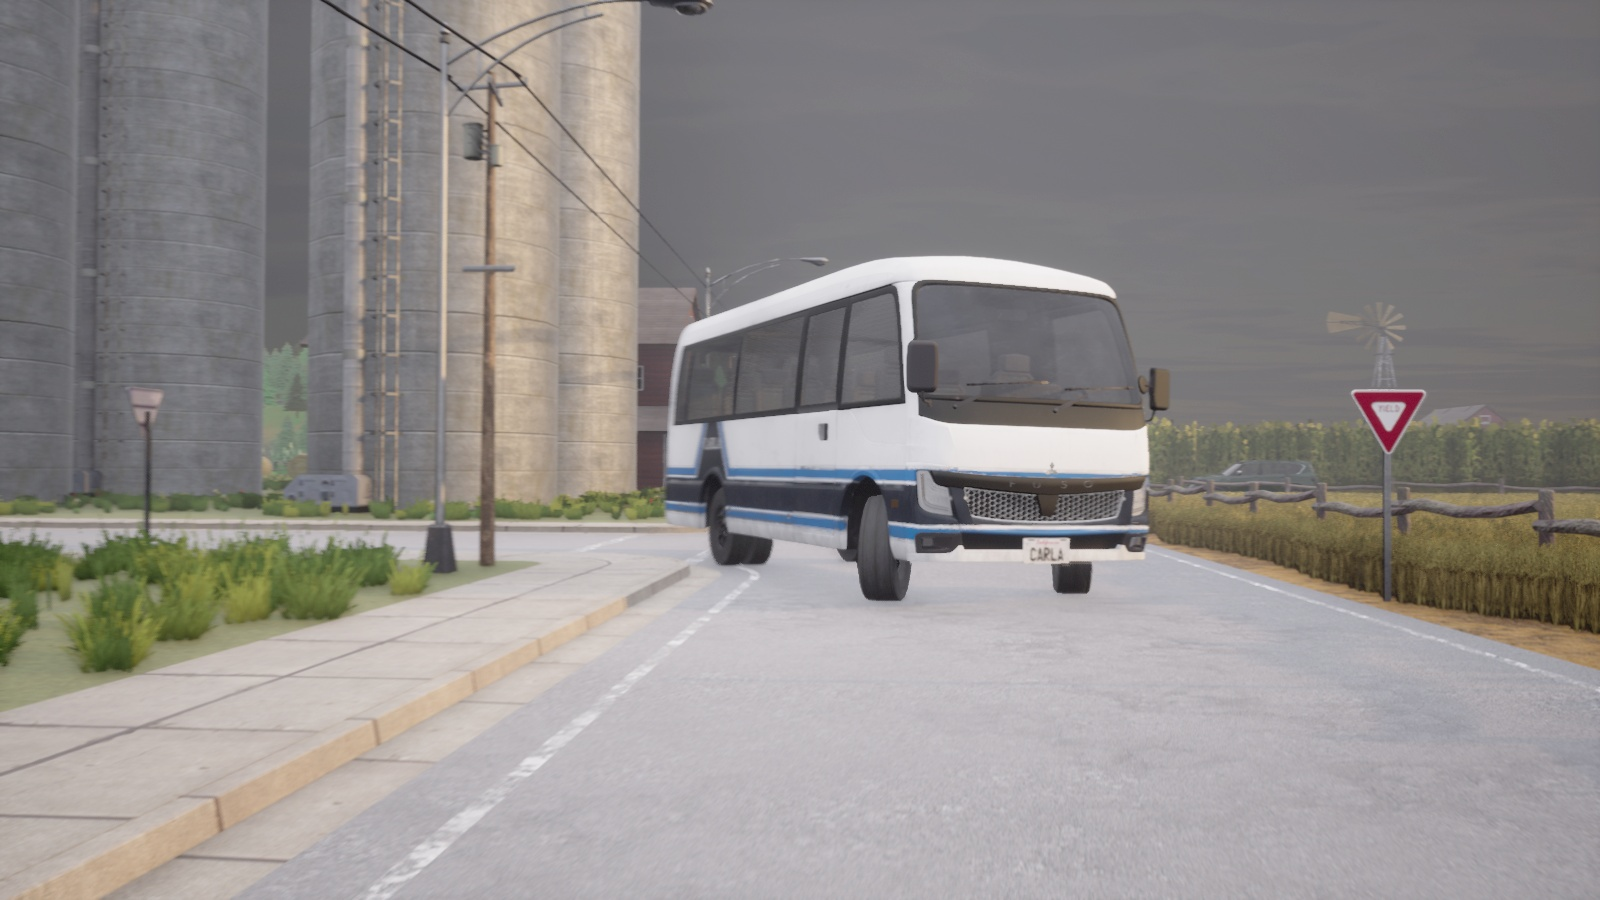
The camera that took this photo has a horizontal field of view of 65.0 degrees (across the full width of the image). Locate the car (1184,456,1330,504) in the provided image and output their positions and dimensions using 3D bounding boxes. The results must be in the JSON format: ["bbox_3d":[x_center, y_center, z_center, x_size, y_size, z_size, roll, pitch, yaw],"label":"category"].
[{"bbox_3d":[19.784,1.303,54.522,5.566,2.045,2.150,0,-1,4],"label":"car"}]

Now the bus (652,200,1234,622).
[{"bbox_3d":[1.142,-0.297,18.156,3.944,4.253,10.273,1,-1,-22],"label":"bus"}]
